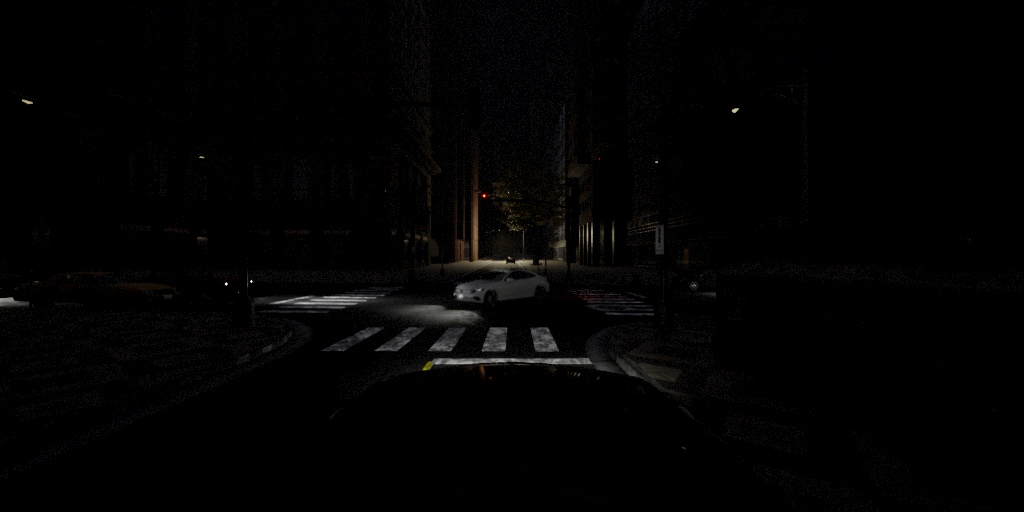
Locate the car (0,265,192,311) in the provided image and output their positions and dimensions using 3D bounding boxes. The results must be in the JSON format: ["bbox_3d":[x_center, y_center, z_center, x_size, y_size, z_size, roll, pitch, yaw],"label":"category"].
[{"bbox_3d":[-14.975,1.146,13.090,4.829,1.417,1.751,0,0,0],"label":"car"}]

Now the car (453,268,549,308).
[{"bbox_3d":[-0.321,1.268,15.356,4.674,1.442,1.812,0,-1,-45],"label":"car"}]

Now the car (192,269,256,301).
[{"bbox_3d":[-14.114,1.231,15.748,4.718,1.301,1.895,1,0,0],"label":"car"}]

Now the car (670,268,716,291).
[{"bbox_3d":[11.860,1.381,21.551,4.403,1.370,2.007,0,0,0],"label":"car"}]

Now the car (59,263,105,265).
[{"bbox_3d":[-26.375,1.065,21.643,4.313,1.339,1.948,0,0,0],"label":"car"}]

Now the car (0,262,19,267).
[{"bbox_3d":[-24.331,1.071,15.772,5.357,1.411,2.033,1,0,0],"label":"car"}]
